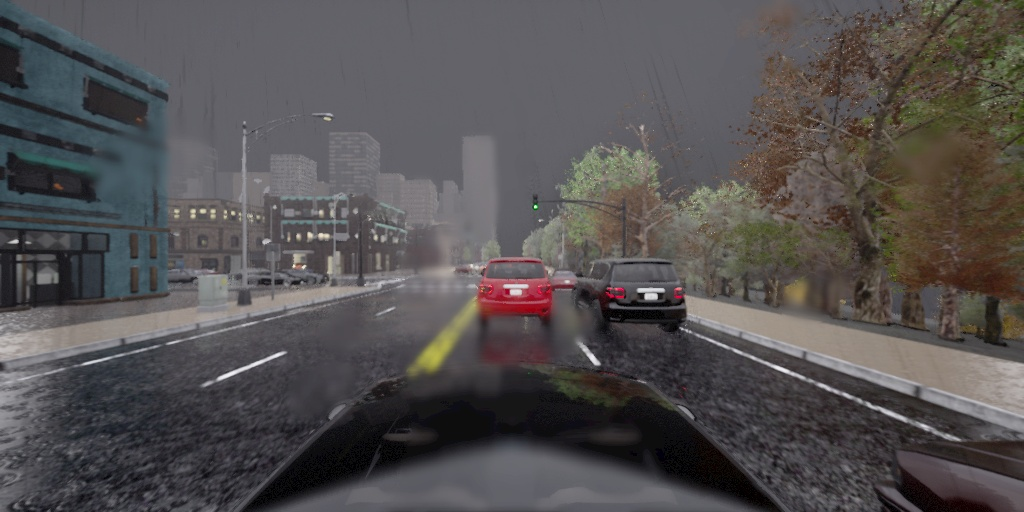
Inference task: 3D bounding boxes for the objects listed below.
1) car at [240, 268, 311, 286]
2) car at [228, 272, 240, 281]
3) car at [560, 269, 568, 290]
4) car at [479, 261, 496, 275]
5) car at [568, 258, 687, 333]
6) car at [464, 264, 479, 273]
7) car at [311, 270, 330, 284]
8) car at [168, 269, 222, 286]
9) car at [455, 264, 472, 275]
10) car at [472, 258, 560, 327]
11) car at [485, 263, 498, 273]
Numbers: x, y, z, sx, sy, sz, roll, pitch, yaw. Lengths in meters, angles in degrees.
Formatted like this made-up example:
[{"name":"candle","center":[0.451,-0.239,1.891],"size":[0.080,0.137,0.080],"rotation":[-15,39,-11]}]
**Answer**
[{"name":"car","center":[-19.938,1.890,30.345],"size":[4.313,1.339,1.948],"rotation":[0,0,0]},{"name":"car","center":[-28.268,1.983,38.859],"size":[4.403,1.370,2.007],"rotation":[0,0,0]},{"name":"car","center":[3.356,1.565,23.885],"size":[1.994,1.385,4.181],"rotation":[0,-1,0]},{"name":"car","center":[-3.329,1.639,49.449],"size":[2.097,1.767,4.553],"rotation":[0,-1,0]},{"name":"car","center":[3.361,1.083,11.315],"size":[2.150,2.045,5.566],"rotation":[0,0,0]},{"name":"car","center":[-6.554,1.991,58.846],"size":[1.895,1.301,4.718],"rotation":[0,-1,0]},{"name":"car","center":[-19.161,1.884,33.058],"size":[4.181,1.385,1.994],"rotation":[-1,0,0]},{"name":"car","center":[-29.792,1.933,33.074],"size":[4.902,1.511,2.128],"rotation":[-1,0,0]},{"name":"car","center":[-6.591,1.890,49.670],"size":[1.895,1.301,4.718],"rotation":[0,-1,1]},{"name":"car","center":[0.105,1.088,12.139],"size":[2.150,2.045,5.566],"rotation":[0,-1,0]},{"name":"car","center":[-3.307,1.869,58.918],"size":[1.882,1.535,5.008],"rotation":[0,-1,0]}]
